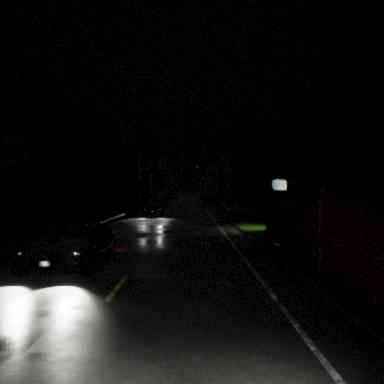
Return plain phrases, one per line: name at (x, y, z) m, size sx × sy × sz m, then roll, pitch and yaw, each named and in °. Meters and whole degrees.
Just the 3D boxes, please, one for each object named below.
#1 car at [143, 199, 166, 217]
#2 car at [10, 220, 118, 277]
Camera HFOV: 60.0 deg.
car at (-3.509, 1.472, 31.767) m, size 1.837 × 1.490 × 4.892 m, roll 0°, pitch 0°, yaw 0°
car at (-3.597, 1.555, 10.086) m, size 1.994 × 1.385 × 4.181 m, roll 0°, pitch 0°, yaw 0°
